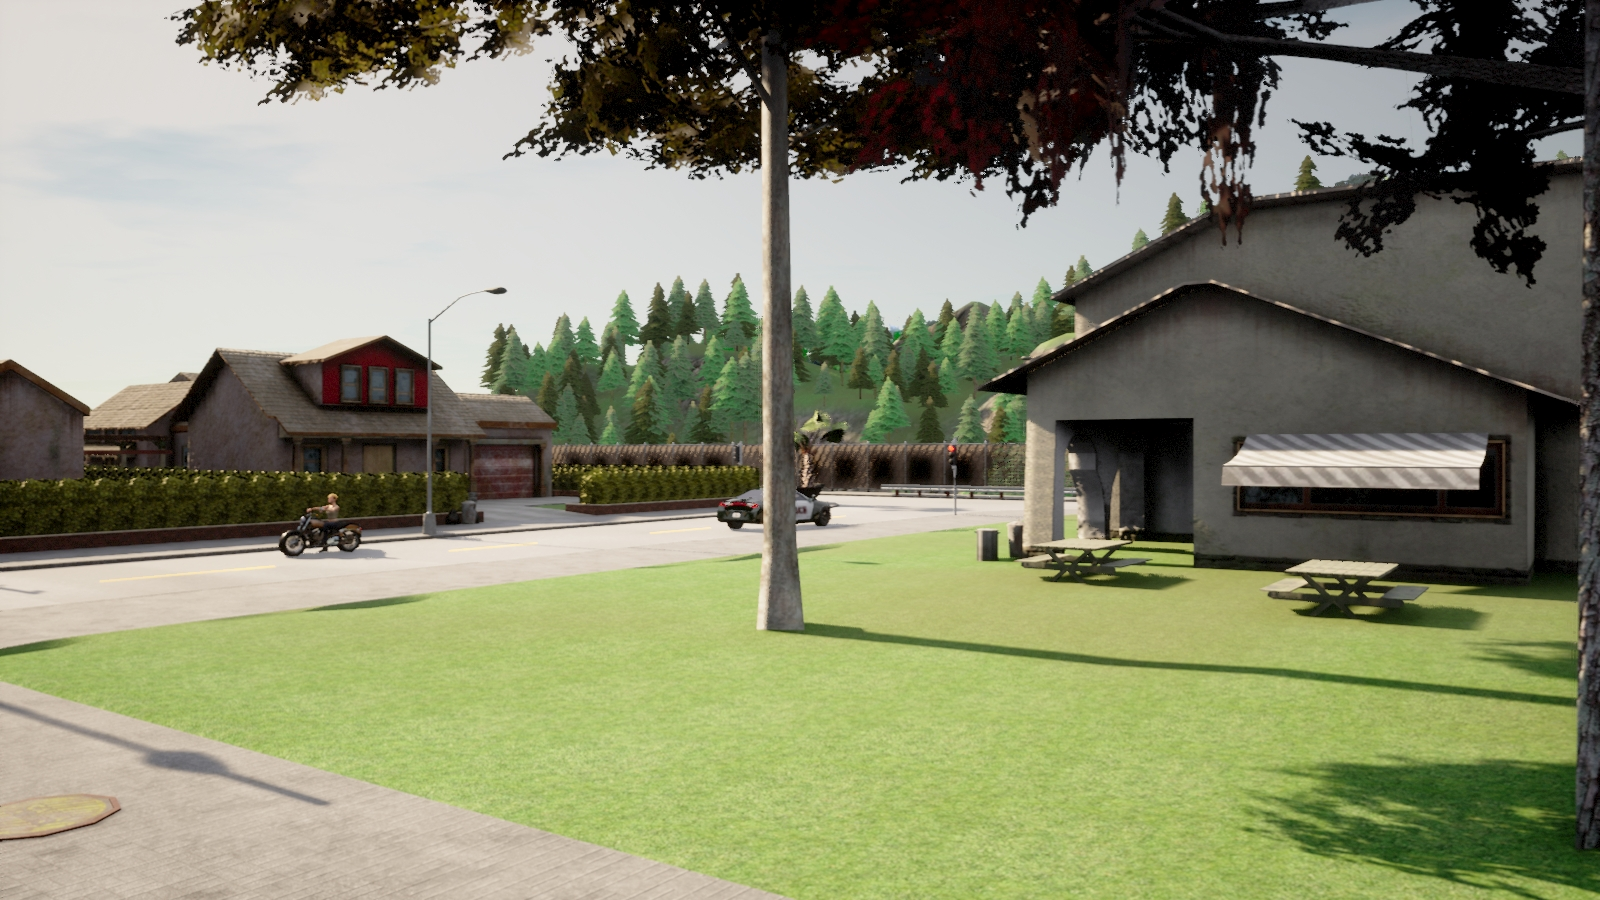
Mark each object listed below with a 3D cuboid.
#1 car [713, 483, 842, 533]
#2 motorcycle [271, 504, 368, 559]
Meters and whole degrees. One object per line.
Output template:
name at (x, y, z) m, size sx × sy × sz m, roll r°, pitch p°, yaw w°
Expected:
car at (-0.726, 2.050, 41.345) m, size 2.038 × 1.542 × 4.974 m, roll 0°, pitch 0°, yaw 37°
motorcycle at (-12.928, 2.170, 30.828) m, size 0.764 × 1.307 × 2.356 m, roll 0°, pitch 0°, yaw 35°
